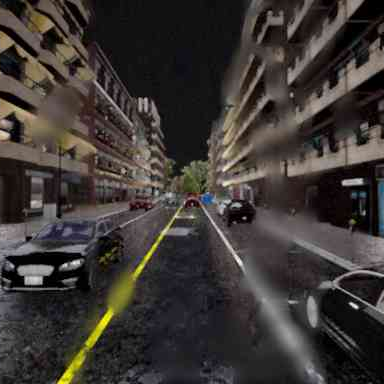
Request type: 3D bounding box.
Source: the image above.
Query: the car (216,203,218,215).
[{"bbox_3d":[3.149,1.410,29.368,1.812,1.442,4.674,0,0,0],"label":"car"}]

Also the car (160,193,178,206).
[{"bbox_3d":[-3.080,1.296,50.075,2.128,1.511,4.902,0,0,0],"label":"car"}]

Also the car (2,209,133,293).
[{"bbox_3d":[-3.100,1.454,8.957,2.128,1.511,4.902,0,0,0],"label":"car"}]

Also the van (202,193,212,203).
[{"bbox_3d":[2.708,1.109,59.622,1.690,1.788,3.998,1,0,0],"label":"van"}]

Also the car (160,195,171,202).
[{"bbox_3d":[-5.678,1.290,70.805,1.947,1.339,4.313,1,0,0],"label":"car"}]

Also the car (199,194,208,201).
[{"bbox_3d":[2.682,1.248,76.336,1.887,1.381,4.507,1,0,0],"label":"car"}]

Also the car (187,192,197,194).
[{"bbox_3d":[0.014,0.995,57.780,2.150,2.045,5.566,0,0,0],"label":"car"}]

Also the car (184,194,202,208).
[{"bbox_3d":[0.059,1.354,43.800,1.812,1.442,4.674,0,0,1],"label":"car"}]

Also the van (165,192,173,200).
[{"bbox_3d":[-5.675,1.022,81.947,1.690,1.788,3.998,1,0,0],"label":"van"}]

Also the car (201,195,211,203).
[{"bbox_3d":[2.710,1.271,65.364,1.752,1.417,4.829,1,0,0],"label":"car"}]

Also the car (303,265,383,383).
[{"bbox_3d":[2.701,1.535,3.912,2.008,1.369,4.403,1,0,0],"label":"car"}]

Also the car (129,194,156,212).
[{"bbox_3d":[-5.675,1.169,37.378,2.192,1.841,5.009,1,0,0],"label":"car"}]

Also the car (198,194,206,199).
[{"bbox_3d":[2.670,1.226,87.479,1.947,1.339,4.313,1,0,0],"label":"car"}]

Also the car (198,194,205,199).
[{"bbox_3d":[2.670,1.221,93.050,1.802,1.307,4.206,1,0,0],"label":"car"}]

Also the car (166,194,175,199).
[{"bbox_3d":[-5.677,1.211,87.517,2.008,1.369,4.403,1,0,0],"label":"car"}]

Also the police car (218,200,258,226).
[{"bbox_3d":[3.134,1.336,22.477,1.930,1.638,5.238,0,0,0],"label":"police car"}]
